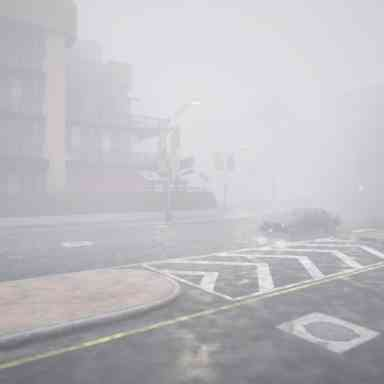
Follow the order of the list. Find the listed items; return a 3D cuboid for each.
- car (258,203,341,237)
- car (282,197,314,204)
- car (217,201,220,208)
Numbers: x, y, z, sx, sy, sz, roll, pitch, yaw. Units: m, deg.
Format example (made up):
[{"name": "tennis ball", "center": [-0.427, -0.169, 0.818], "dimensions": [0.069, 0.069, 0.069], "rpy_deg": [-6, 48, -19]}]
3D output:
[{"name": "car", "center": [6.050, 1.547, 18.229], "dimensions": [5.357, 1.411, 2.033], "rpy_deg": [0, 0, -37]}, {"name": "car", "center": [15.306, 1.491, 48.409], "dimensions": [2.128, 1.511, 4.902], "rpy_deg": [0, 0, -35]}, {"name": "car", "center": [2.118, 1.491, 48.623], "dimensions": [2.128, 1.511, 4.902], "rpy_deg": [0, 0, -35]}]
